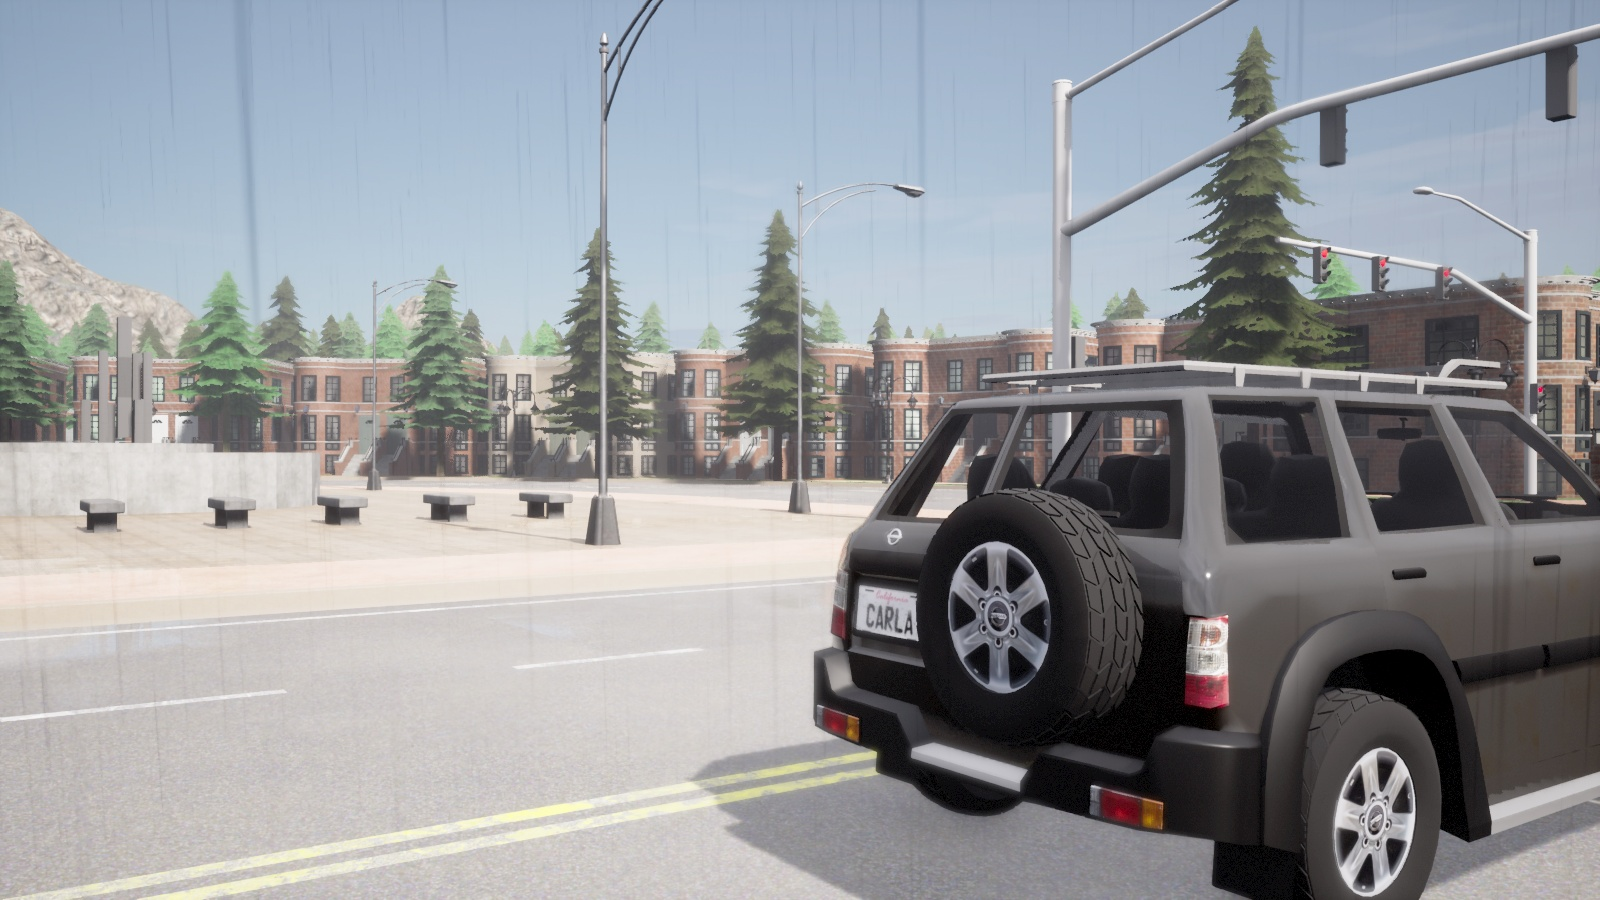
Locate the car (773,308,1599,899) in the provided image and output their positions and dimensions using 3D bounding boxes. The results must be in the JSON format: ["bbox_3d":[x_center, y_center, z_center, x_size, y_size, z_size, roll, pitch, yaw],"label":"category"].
[{"bbox_3d":[2.340,0.570,5.301,4.605,1.855,1.932,0,0,-35],"label":"car"}]
